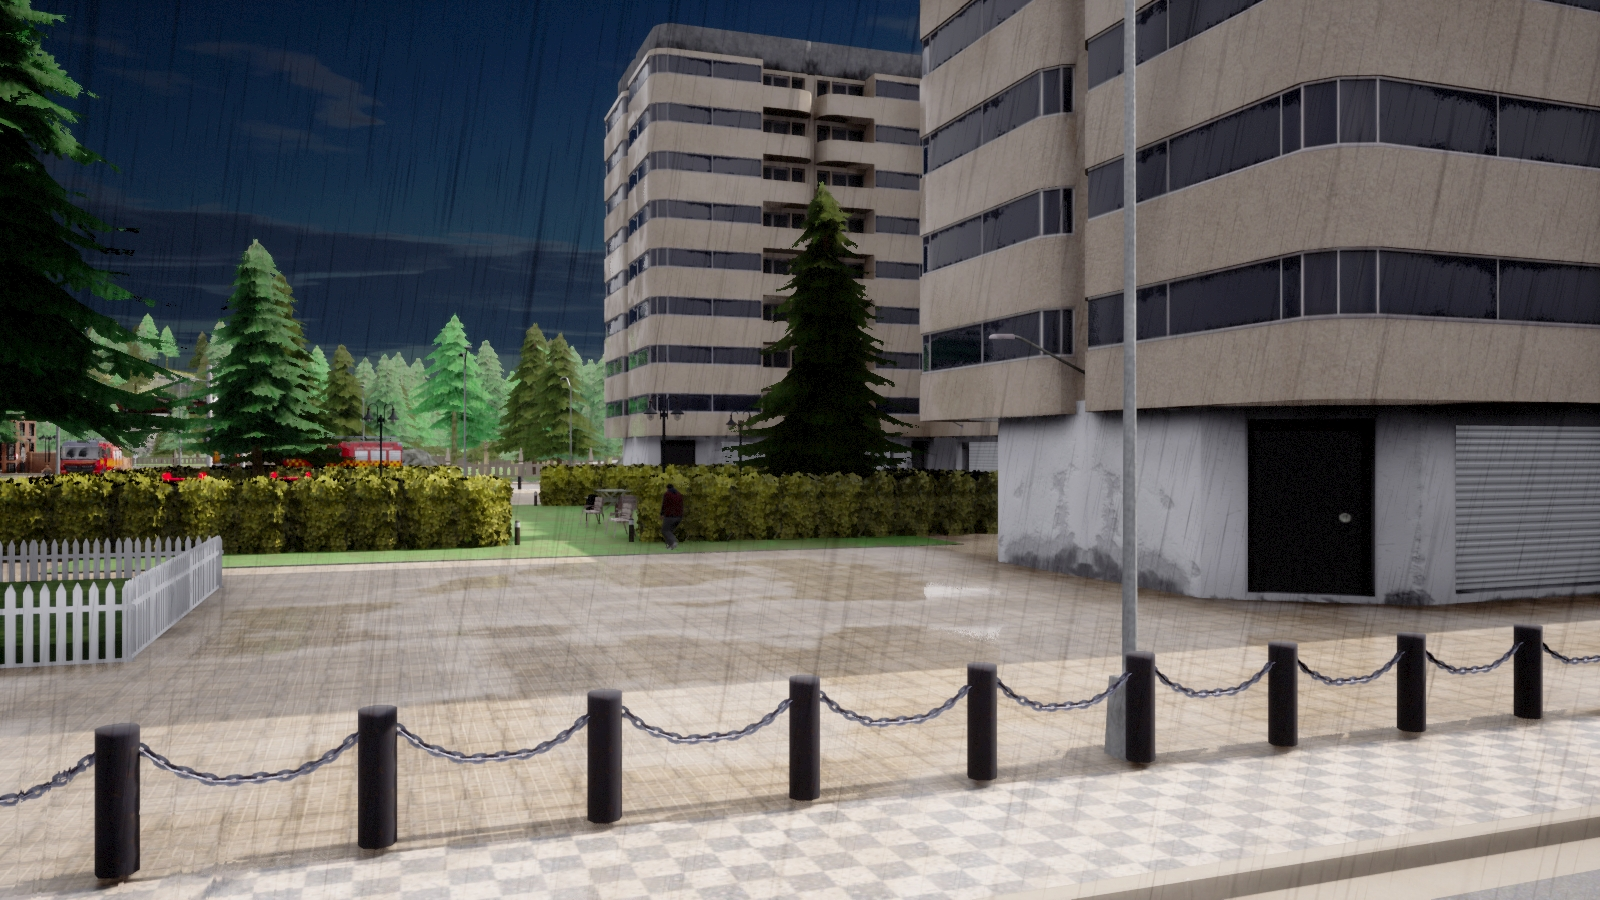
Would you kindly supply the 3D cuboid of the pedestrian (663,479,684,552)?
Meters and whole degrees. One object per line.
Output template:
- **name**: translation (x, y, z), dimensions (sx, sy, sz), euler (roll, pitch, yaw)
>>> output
- **pedestrian**: translation (-3.278, 1.677, 29.567), dimensions (0.375, 1.860, 0.375), euler (0, 0, -43)

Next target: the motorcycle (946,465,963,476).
- **motorcycle**: translation (16.084, 2.131, 119.009), dimensions (0.803, 1.199, 2.033), euler (0, 0, -20)

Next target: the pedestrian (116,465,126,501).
- **pedestrian**: translation (-34.900, 1.695, 58.724), dimensions (0.375, 1.860, 0.375), euler (0, 0, -22)
